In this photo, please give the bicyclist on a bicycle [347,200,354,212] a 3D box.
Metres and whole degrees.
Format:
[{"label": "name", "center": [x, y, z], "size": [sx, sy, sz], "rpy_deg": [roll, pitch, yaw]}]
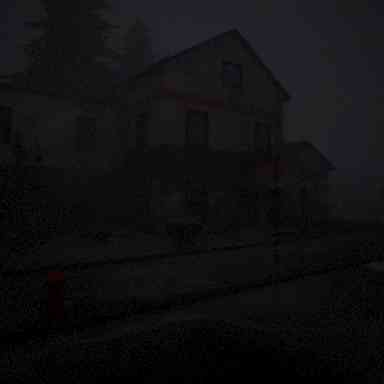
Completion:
[{"label": "bicyclist on a bicycle", "center": [20.958, 1.826, 43.981], "size": [1.656, 1.620, 0.582], "rpy_deg": [0, 0, -36]}]
